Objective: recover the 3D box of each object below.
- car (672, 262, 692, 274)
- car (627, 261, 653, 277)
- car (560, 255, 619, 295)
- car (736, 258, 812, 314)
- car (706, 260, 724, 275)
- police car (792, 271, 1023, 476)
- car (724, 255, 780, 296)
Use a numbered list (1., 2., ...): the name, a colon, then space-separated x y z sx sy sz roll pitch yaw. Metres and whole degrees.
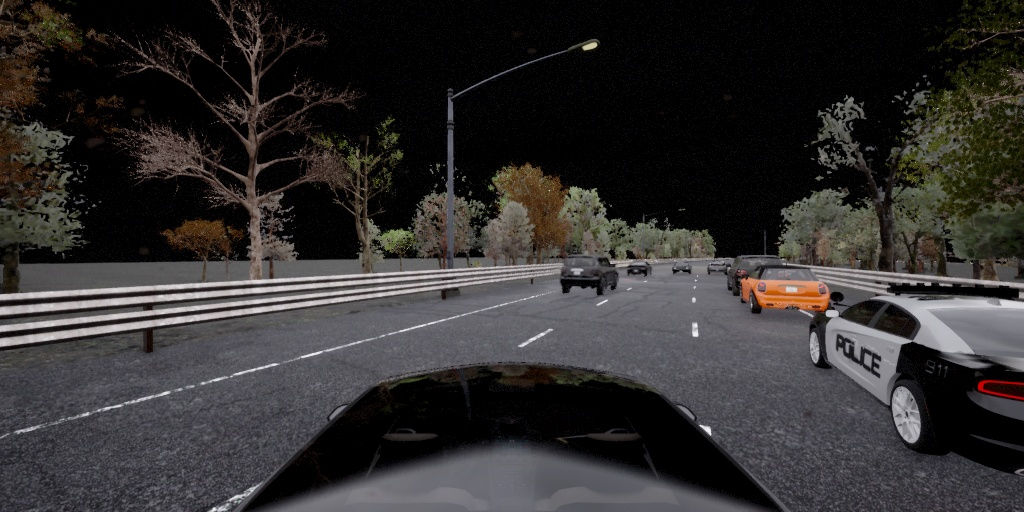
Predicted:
1. car: 19.393 1.369 40.789 1.895 1.301 4.718 0 0 29
2. car: 13.007 1.240 36.352 1.882 1.535 5.008 0 0 29
3. car: 4.439 0.970 20.090 2.150 2.045 5.566 0 -1 27
4. car: 9.951 1.102 13.423 2.097 1.767 4.553 0 0 27
5. car: 22.503 1.261 39.304 2.128 1.511 4.902 0 0 29
6. police car: 5.614 1.175 4.707 1.930 1.638 5.238 0 0 26
7. car: 12.671 0.978 18.754 2.150 2.045 5.566 0 0 27
